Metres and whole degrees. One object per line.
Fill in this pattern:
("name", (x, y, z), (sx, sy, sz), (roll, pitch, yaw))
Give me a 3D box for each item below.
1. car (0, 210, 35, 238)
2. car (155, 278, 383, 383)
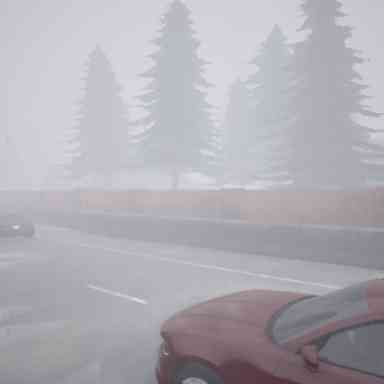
("car", (-9.582, 1.581, 16.656), (4.181, 1.385, 1.994), (0, 0, 42))
("car", (1.926, 1.486, 2.699), (5.008, 1.535, 1.882), (0, 0, 35))
